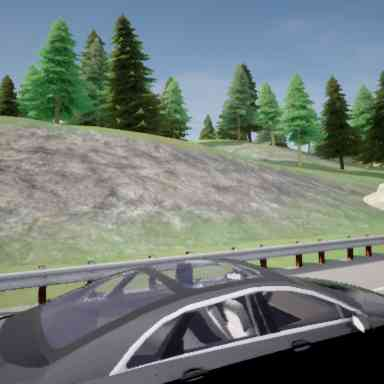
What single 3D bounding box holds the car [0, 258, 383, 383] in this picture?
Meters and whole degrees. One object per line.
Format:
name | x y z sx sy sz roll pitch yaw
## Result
car | 0.430 1.491 3.455 4.902 1.511 2.128 0 0 -28
